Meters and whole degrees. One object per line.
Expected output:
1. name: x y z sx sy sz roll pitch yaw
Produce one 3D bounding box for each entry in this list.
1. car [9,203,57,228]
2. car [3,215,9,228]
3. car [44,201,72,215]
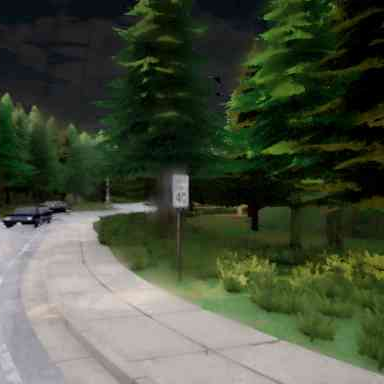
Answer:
1. car: -10.996 1.684 22.710 1.895 1.301 4.718 1 0 -9
2. car: -7.046 1.509 9.825 2.128 1.511 4.902 1 -1 -22
3. car: -14.115 1.630 33.555 2.128 1.511 4.902 0 -1 14
